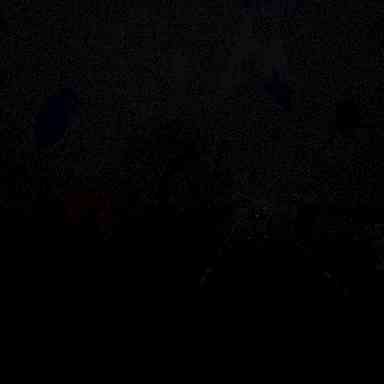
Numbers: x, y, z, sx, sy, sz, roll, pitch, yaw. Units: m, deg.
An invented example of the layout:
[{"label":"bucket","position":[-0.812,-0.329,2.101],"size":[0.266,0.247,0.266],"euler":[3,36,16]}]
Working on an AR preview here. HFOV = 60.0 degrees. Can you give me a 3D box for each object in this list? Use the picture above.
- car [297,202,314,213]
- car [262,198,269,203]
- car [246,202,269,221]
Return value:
[{"label":"car","position":[16.290,2.218,47.946],"size":[2.128,1.511,4.902],"euler":[-1,-1,10]},{"label":"car","position":[18.466,2.849,84.363],"size":[2.128,1.511,4.902],"euler":[-1,-1,17]},{"label":"car","position":[6.563,2.067,33.694],"size":[1.837,1.490,4.892],"euler":[-1,-1,10]}]
